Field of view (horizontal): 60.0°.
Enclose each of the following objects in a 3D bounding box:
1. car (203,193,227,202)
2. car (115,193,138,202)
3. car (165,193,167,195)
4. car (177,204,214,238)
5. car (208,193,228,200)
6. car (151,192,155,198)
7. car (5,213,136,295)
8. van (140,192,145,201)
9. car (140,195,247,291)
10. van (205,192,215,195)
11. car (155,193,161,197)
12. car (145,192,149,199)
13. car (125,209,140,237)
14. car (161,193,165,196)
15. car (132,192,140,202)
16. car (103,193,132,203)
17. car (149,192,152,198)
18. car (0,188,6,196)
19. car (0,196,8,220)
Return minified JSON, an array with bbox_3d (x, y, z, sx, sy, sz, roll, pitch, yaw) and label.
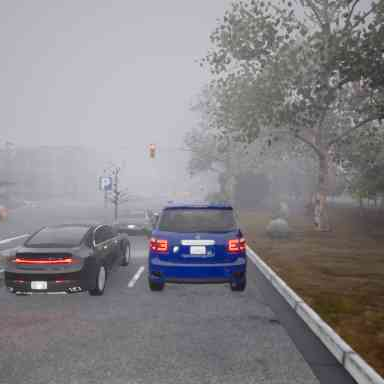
[{"bbox_3d":[4.775,1.142,68.474,4.553,1.767,2.185,1,0,-14],"label":"car"},{"bbox_3d":[-13.597,1.196,68.883,4.553,1.767,2.185,-1,0,-14],"label":"car"},{"bbox_3d":[-10.434,1.316,92.853,5.008,1.535,2.097,-1,0,-11],"label":"car"},{"bbox_3d":[0.202,1.531,19.046,1.837,1.490,4.892,0,0,0],"label":"car"},{"bbox_3d":[6.589,1.129,83.170,4.553,1.767,2.185,1,0,-12],"label":"car"},{"bbox_3d":[-12.140,1.359,80.888,4.674,1.452,2.002,-1,0,-13],"label":"car"},{"bbox_3d":[-2.877,1.515,8.702,1.837,1.490,4.892,0,0,0],"label":"car"},{"bbox_3d":[-13.127,1.093,71.922,4.442,1.987,1.878,-1,0,-14],"label":"van"},{"bbox_3d":[0.126,1.233,9.187,2.150,2.045,5.566,0,0,0],"label":"car"},{"bbox_3d":[4.387,1.043,65.505,4.442,1.987,1.878,1,0,-14],"label":"van"},{"bbox_3d":[-11.316,1.358,86.869,4.674,1.452,2.002,-1,0,-12],"label":"car"},{"bbox_3d":[-12.894,1.322,74.893,4.892,1.521,2.231,-1,0,-13],"label":"car"},{"bbox_3d":[-2.816,1.589,17.588,1.994,1.385,4.181,0,0,1],"label":"car"},{"bbox_3d":[-10.860,1.065,89.875,5.566,2.045,2.435,-1,0,-12],"label":"car"},{"bbox_3d":[-13.695,1.315,65.931,5.366,1.575,1.946,-1,0,-15],"label":"car"},{"bbox_3d":[-14.345,1.358,62.940,4.792,1.488,2.163,-1,0,-15],"label":"car"},{"bbox_3d":[-12.517,1.360,77.887,4.674,1.452,2.002,-1,0,-13],"label":"car"},{"bbox_3d":[-31.080,0.137,53.834,2.002,1.452,4.674,6,-3,-19],"label":"car"},{"bbox_3d":[-16.587,1.404,25.137,4.553,1.767,2.185,-1,0,-19],"label":"car"}]
